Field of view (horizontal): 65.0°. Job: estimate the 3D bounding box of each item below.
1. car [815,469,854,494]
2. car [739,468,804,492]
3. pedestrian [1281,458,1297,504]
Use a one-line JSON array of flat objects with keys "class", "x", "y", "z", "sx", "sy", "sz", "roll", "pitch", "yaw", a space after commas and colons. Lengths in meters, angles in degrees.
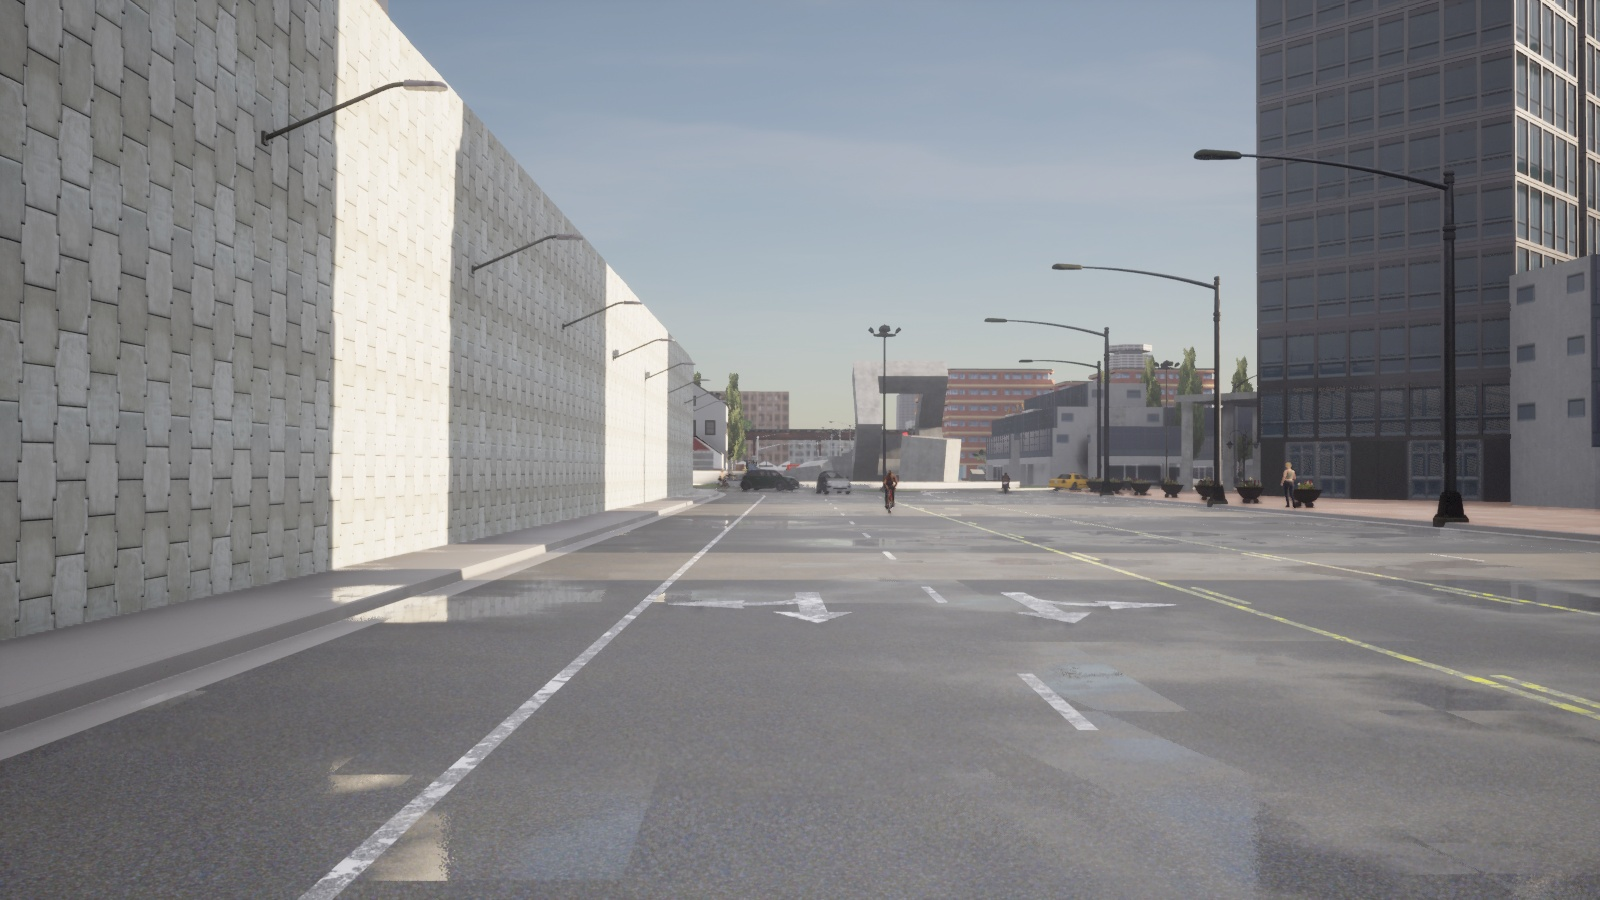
[{"class": "car", "x": 2.299, "y": 2.123, "z": 84.711, "sx": 1.851, "sy": 1.617, "sz": 3.988, "roll": 0, "pitch": -1, "yaw": -11}, {"class": "car", "x": -2.214, "y": 2.309, "z": 97.177, "sx": 4.553, "sy": 1.767, "sz": 2.097, "roll": -1, "pitch": -1, "yaw": 26}, {"class": "pedestrian", "x": 19.607, "y": 1.235, "z": 50.344, "sx": 0.345, "sy": 1.836, "sz": 0.594, "roll": 0, "pitch": -1, "yaw": -5}]
